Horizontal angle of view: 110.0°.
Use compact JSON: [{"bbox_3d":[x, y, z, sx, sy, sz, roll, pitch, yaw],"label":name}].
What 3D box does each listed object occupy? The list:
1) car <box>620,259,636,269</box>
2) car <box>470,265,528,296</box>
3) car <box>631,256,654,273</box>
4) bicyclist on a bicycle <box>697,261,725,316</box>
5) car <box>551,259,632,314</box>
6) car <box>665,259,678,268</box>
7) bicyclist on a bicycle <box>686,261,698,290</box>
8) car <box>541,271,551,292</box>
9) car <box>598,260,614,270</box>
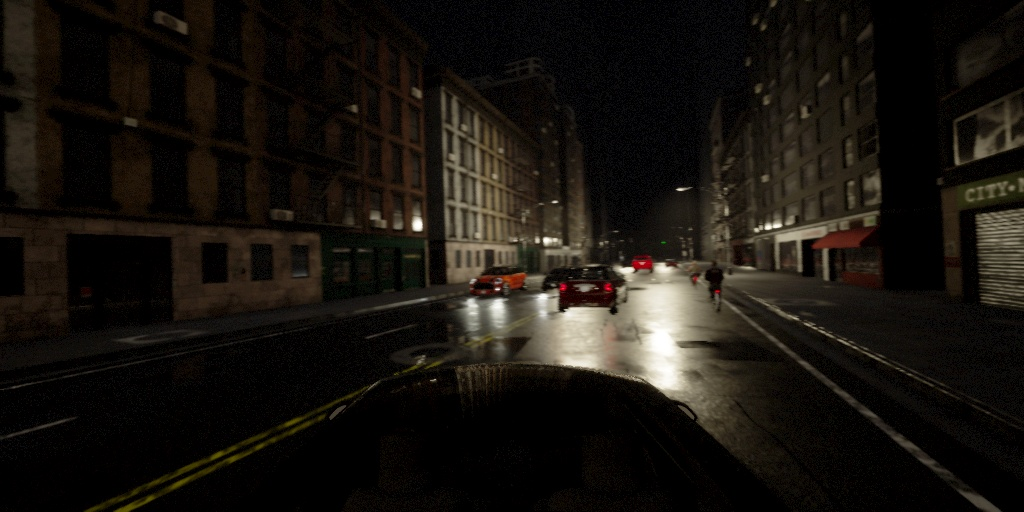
[{"bbox_3d":[19.605,1.344,60.472,1.882,1.535,5.008,-2,-1,24],"label":"car"},{"bbox_3d":[-0.721,1.396,21.764,2.097,1.767,4.553,-2,-1,23],"label":"car"},{"bbox_3d":[16.004,0.991,43.629,2.150,2.045,5.566,-2,-1,23],"label":"car"},{"bbox_3d":[6.711,1.032,11.897,0.659,1.776,1.843,-2,-1,23],"label":"bicyclist on a bicycle"},{"bbox_3d":[3.347,1.159,14.301,2.097,1.767,4.553,-2,-1,23],"label":"car"},{"bbox_3d":[25.059,1.229,56.371,1.895,1.301,4.718,-2,-1,23],"label":"car"},{"bbox_3d":[10.333,1.089,20.279,0.866,1.612,1.509,-2,-1,23],"label":"bicyclist on a bicycle"},{"bbox_3d":[3.337,1.429,22.960,1.837,1.490,4.892,-2,-1,23],"label":"car"},{"bbox_3d":[15.680,1.514,59.593,1.812,1.442,4.674,-2,-1,24],"label":"car"}]
